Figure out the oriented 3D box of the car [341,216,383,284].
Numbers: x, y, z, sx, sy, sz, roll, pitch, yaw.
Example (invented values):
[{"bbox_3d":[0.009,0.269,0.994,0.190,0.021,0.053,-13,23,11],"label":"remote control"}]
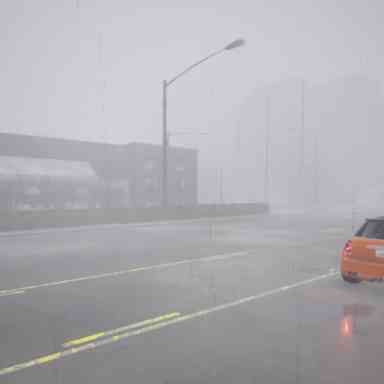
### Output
[{"bbox_3d":[5.766,1.343,8.434,4.553,1.767,2.097,0,0,-38],"label":"car"}]
